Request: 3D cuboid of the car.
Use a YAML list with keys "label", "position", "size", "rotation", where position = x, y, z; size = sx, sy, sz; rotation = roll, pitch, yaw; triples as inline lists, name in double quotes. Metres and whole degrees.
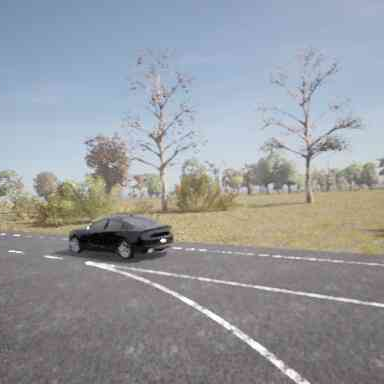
- label: "car"
  position: [-2.969, 1.679, 13.372]
  size: [5.008, 1.535, 1.882]
  rotation: [-3, 0, 38]
